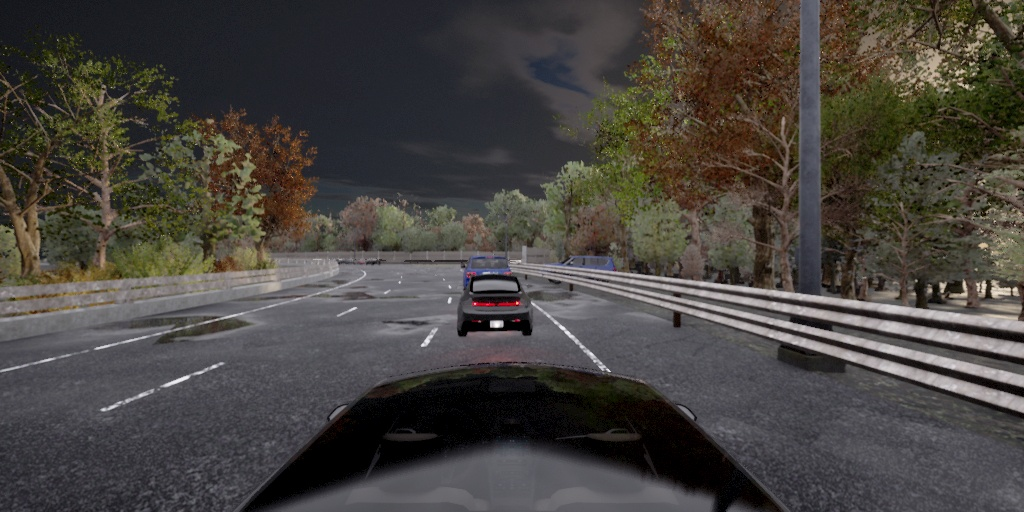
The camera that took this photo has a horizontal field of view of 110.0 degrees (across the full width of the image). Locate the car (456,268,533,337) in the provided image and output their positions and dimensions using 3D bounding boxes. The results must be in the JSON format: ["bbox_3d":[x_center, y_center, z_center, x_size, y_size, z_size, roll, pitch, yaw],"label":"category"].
[{"bbox_3d":[-0.550,1.261,10.343,1.837,1.490,4.892,0,0,-5],"label":"car"}]

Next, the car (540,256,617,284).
[{"bbox_3d":[4.832,0.984,26.125,5.566,2.045,2.150,3,2,-6],"label":"car"}]

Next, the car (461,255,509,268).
[{"bbox_3d":[-1.316,0.982,17.818,2.150,2.045,5.566,0,0,-9],"label":"car"}]
